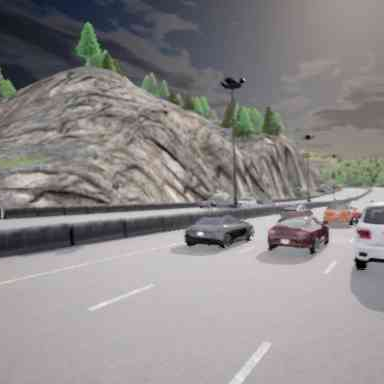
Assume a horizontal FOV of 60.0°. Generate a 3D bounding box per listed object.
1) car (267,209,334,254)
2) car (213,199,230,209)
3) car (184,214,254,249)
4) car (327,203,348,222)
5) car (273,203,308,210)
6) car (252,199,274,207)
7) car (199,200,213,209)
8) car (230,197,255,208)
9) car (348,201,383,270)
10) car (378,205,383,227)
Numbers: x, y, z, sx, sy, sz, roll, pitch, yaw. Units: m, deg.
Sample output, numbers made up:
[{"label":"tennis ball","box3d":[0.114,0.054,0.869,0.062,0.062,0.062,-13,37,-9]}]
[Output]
[{"label":"car","box3d":[4.611,1.661,14.206,1.812,1.442,4.674,-1,-1,31]},{"label":"car","box3d":[6.106,2.069,58.071,2.097,1.767,4.553,-1,-1,31]},{"label":"car","box3d":[1.381,1.731,15.623,1.994,1.385,4.181,-1,-1,31]},{"label":"car","box3d":[11.797,1.624,26.330,2.097,1.767,4.553,-1,-1,31]},{"label":"car","box3d":[8.863,1.800,28.239,2.128,1.511,4.902,-1,-1,31]},{"label":"car","box3d":[12.256,2.142,54.738,2.128,1.511,4.902,-1,-1,31]},{"label":"car","box3d":[3.015,2.255,59.705,1.837,1.490,4.892,-1,-1,31]},{"label":"car","box3d":[9.056,1.903,56.196,2.150,2.045,5.566,-1,-1,31]},{"label":"car","box3d":[6.668,1.307,10.856,2.150,2.045,5.566,-1,-1,31]},{"label":"car","box3d":[15.280,1.772,25.318,1.812,1.442,4.674,-1,-1,31]}]
